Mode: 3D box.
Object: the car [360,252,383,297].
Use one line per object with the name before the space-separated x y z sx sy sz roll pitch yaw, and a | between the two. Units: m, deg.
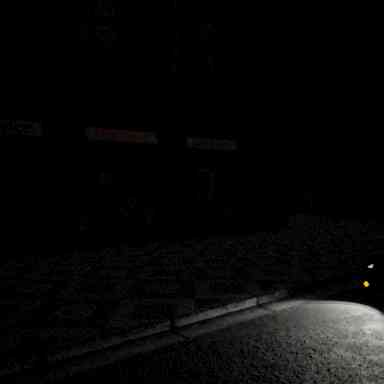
car | 5.576 1.560 7.347 4.181 1.385 1.994 0 0 -35
